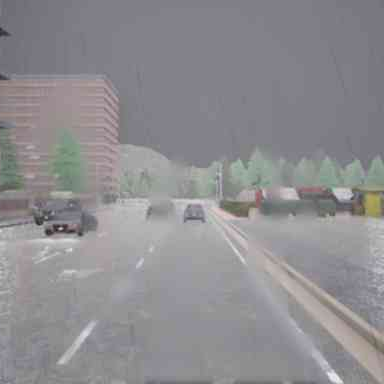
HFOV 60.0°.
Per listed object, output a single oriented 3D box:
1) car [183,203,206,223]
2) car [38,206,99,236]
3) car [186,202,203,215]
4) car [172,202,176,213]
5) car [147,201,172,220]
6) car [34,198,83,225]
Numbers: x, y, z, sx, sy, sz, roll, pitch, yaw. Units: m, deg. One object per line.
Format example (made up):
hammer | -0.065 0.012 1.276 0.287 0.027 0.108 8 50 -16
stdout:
car | 0.199 1.869 28.802 2.033 1.411 5.357 0 -1 0
car | -6.938 1.776 19.538 1.994 1.385 4.181 0 -1 0
car | 0.242 2.018 40.705 1.994 1.385 4.181 0 -1 0
car | -3.252 1.975 43.586 2.128 1.511 4.902 0 -1 0
car | -3.291 1.866 32.579 1.837 1.490 4.892 0 0 0
car | -10.463 1.509 26.689 2.150 2.045 5.566 0 -1 0
